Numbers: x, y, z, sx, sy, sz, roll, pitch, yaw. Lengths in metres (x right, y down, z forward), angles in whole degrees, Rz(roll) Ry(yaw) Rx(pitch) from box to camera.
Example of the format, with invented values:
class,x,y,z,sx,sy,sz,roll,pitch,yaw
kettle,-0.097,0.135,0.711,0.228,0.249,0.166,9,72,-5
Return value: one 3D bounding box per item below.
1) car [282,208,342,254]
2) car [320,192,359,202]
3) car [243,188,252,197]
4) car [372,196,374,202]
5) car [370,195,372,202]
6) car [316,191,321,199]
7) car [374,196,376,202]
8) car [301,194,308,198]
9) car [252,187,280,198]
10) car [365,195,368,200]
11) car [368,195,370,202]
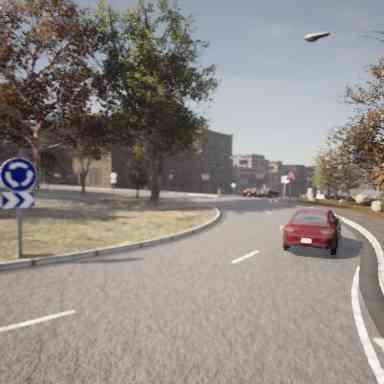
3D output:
class,x,y,z,sx,sy,sz,roll,pitch,yaw
car,4.698,1.336,12.859,1.812,1.442,4.674,2,3,25
car,25.502,0.954,57.577,4.892,1.521,2.231,2,-1,35
car,9.033,0.111,48.350,1.895,1.301,4.718,2,-2,29
car,38.037,1.782,75.683,4.674,1.452,2.002,2,-1,35
car,36.467,1.695,73.423,4.674,1.452,2.002,2,0,35
car,27.909,0.970,70.760,2.150,2.045,5.566,2,-1,35
car,39.580,1.855,77.969,4.792,1.488,2.163,2,0,35
car,25.209,1.162,72.585,2.128,1.511,4.902,2,-1,35
car,10.145,0.072,44.186,2.033,1.411,5.357,1,2,30
car,31.619,1.365,66.735,5.366,1.575,1.946,2,-1,35
car,34.881,1.441,71.171,4.553,1.767,2.185,2,0,35
